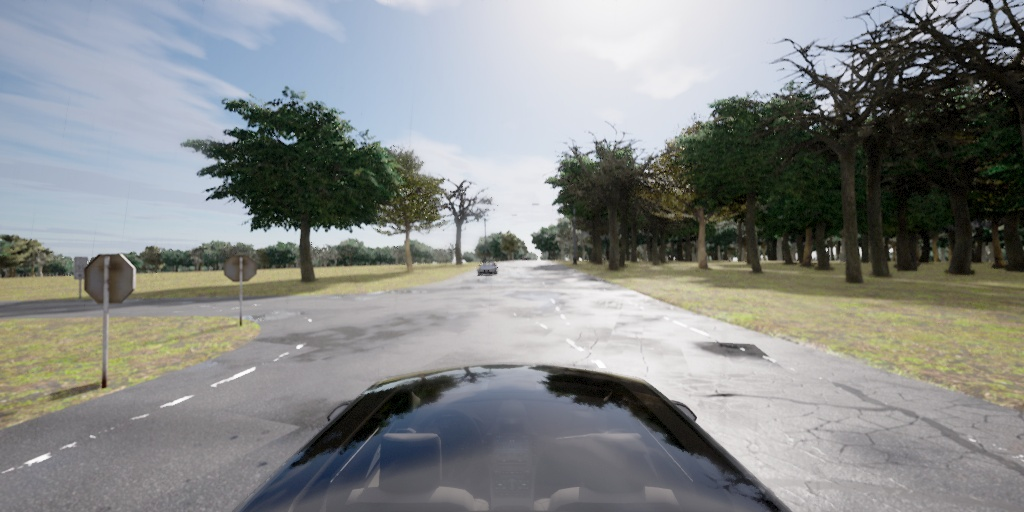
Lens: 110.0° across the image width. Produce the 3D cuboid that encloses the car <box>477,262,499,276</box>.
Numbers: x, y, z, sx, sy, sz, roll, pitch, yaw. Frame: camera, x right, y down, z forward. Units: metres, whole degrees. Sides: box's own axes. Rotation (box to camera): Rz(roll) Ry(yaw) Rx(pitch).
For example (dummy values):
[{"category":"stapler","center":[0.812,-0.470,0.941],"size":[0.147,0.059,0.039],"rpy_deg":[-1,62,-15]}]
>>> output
[{"category":"car","center":[-2.471,1.343,37.693],"size":[1.994,1.385,4.181],"rpy_deg":[-1,1,2]}]
